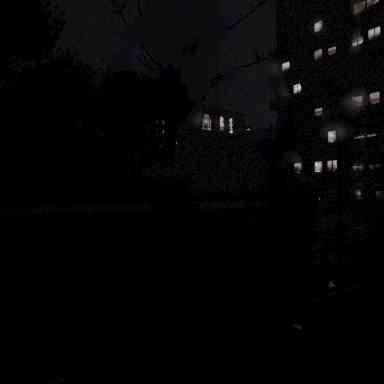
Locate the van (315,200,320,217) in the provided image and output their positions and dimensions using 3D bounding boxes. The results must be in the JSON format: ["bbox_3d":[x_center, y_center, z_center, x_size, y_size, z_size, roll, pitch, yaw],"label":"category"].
[{"bbox_3d":[10.434,1.647,32.600,1.690,1.788,3.998,-1,0,-36],"label":"van"}]
